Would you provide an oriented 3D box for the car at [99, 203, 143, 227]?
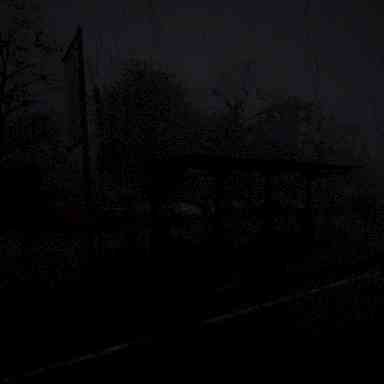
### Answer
[{"bbox_3d":[-5.498,1.521,22.786,2.002,1.452,4.674,0,0,-36],"label":"car"}]

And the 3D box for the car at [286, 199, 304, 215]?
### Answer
[{"bbox_3d":[8.022,1.507,32.510,2.163,1.488,4.792,0,0,-36],"label":"car"}]

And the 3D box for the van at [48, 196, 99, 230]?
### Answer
[{"bbox_3d":[-7.824,1.256,21.268,1.878,1.987,4.442,0,0,-36],"label":"van"}]

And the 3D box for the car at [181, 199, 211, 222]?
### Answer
[{"bbox_3d":[-0.985,1.519,26.021,2.002,1.452,4.674,0,0,-36],"label":"car"}]

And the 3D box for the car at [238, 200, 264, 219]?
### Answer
[{"bbox_3d":[3.524,1.478,29.260,2.097,1.535,5.008,0,0,-36],"label":"car"}]

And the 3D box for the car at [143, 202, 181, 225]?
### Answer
[{"bbox_3d":[-3.239,1.479,24.402,2.097,1.535,5.008,0,0,-36],"label":"car"}]

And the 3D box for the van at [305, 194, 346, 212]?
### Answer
[{"bbox_3d":[14.875,1.254,37.239,1.878,1.987,4.442,0,0,-36],"label":"van"}]

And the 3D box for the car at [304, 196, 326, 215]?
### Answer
[{"bbox_3d":[10.403,1.475,33.951,1.946,1.575,5.366,0,0,-36],"label":"car"}]

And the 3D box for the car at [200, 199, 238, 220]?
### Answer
[{"bbox_3d":[1.252,1.353,27.664,2.185,1.767,4.553,0,0,-36],"label":"car"}]

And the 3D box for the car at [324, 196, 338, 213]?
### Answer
[{"bbox_3d":[12.535,1.509,35.743,2.163,1.488,4.792,0,0,-36],"label":"car"}]

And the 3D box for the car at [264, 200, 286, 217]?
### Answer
[{"bbox_3d":[5.787,1.479,30.866,2.231,1.521,4.892,0,0,-36],"label":"car"}]
